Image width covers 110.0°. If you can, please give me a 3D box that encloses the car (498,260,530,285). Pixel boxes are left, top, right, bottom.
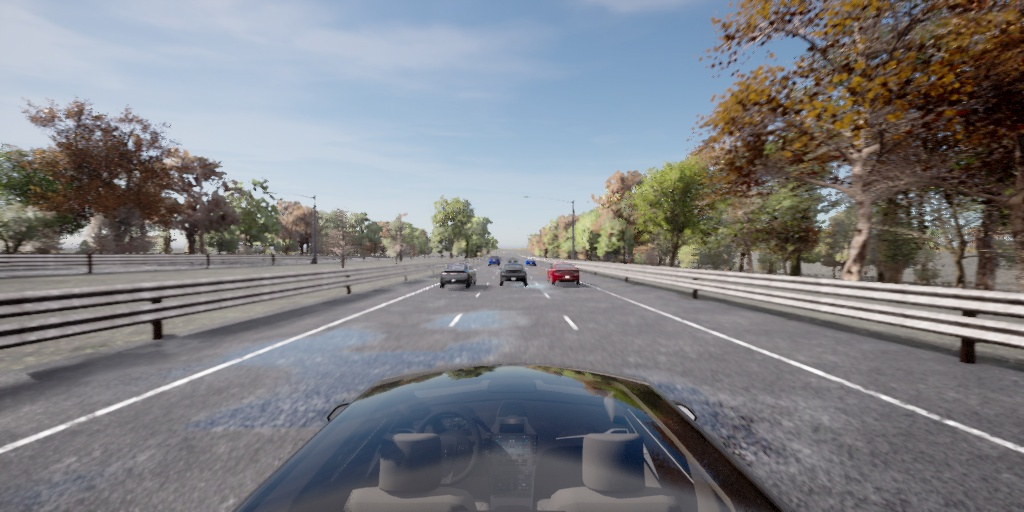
[{"bbox_3d":[0.105,1.248,25.835,1.837,1.490,4.892,0,0,0],"label":"car"}]

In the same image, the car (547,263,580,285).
[{"bbox_3d":[3.605,1.221,25.857,1.882,1.535,5.008,0,0,0],"label":"car"}]

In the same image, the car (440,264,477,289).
[{"bbox_3d":[-3.396,1.236,23.272,2.128,1.511,4.902,0,0,0],"label":"car"}]
